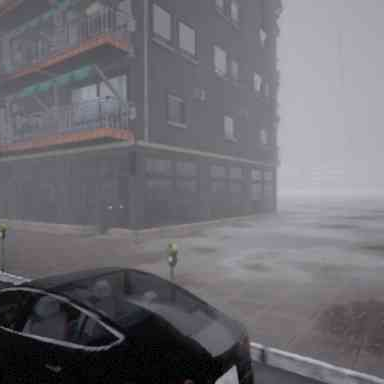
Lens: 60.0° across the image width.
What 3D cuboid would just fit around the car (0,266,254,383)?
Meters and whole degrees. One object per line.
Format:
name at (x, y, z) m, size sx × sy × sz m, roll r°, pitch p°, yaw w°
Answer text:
car at (-1.411, 1.576, 3.882) m, size 4.313 × 1.339 × 1.947 m, roll 0°, pitch 0°, yaw 35°
